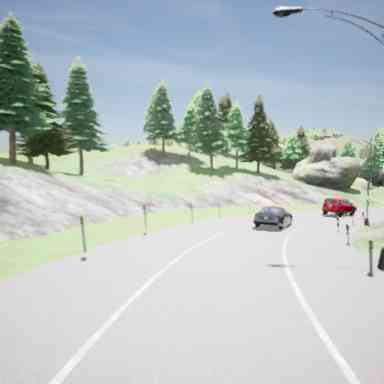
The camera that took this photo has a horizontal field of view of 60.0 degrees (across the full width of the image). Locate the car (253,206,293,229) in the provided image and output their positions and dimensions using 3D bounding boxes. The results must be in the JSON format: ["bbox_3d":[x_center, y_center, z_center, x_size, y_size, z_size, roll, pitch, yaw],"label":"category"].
[{"bbox_3d":[5.736,1.718,23.108,2.033,1.411,5.357,3,0,26],"label":"car"}]

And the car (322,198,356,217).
[{"bbox_3d":[17.247,1.734,38.916,5.566,2.045,2.150,1,3,-44],"label":"car"}]
